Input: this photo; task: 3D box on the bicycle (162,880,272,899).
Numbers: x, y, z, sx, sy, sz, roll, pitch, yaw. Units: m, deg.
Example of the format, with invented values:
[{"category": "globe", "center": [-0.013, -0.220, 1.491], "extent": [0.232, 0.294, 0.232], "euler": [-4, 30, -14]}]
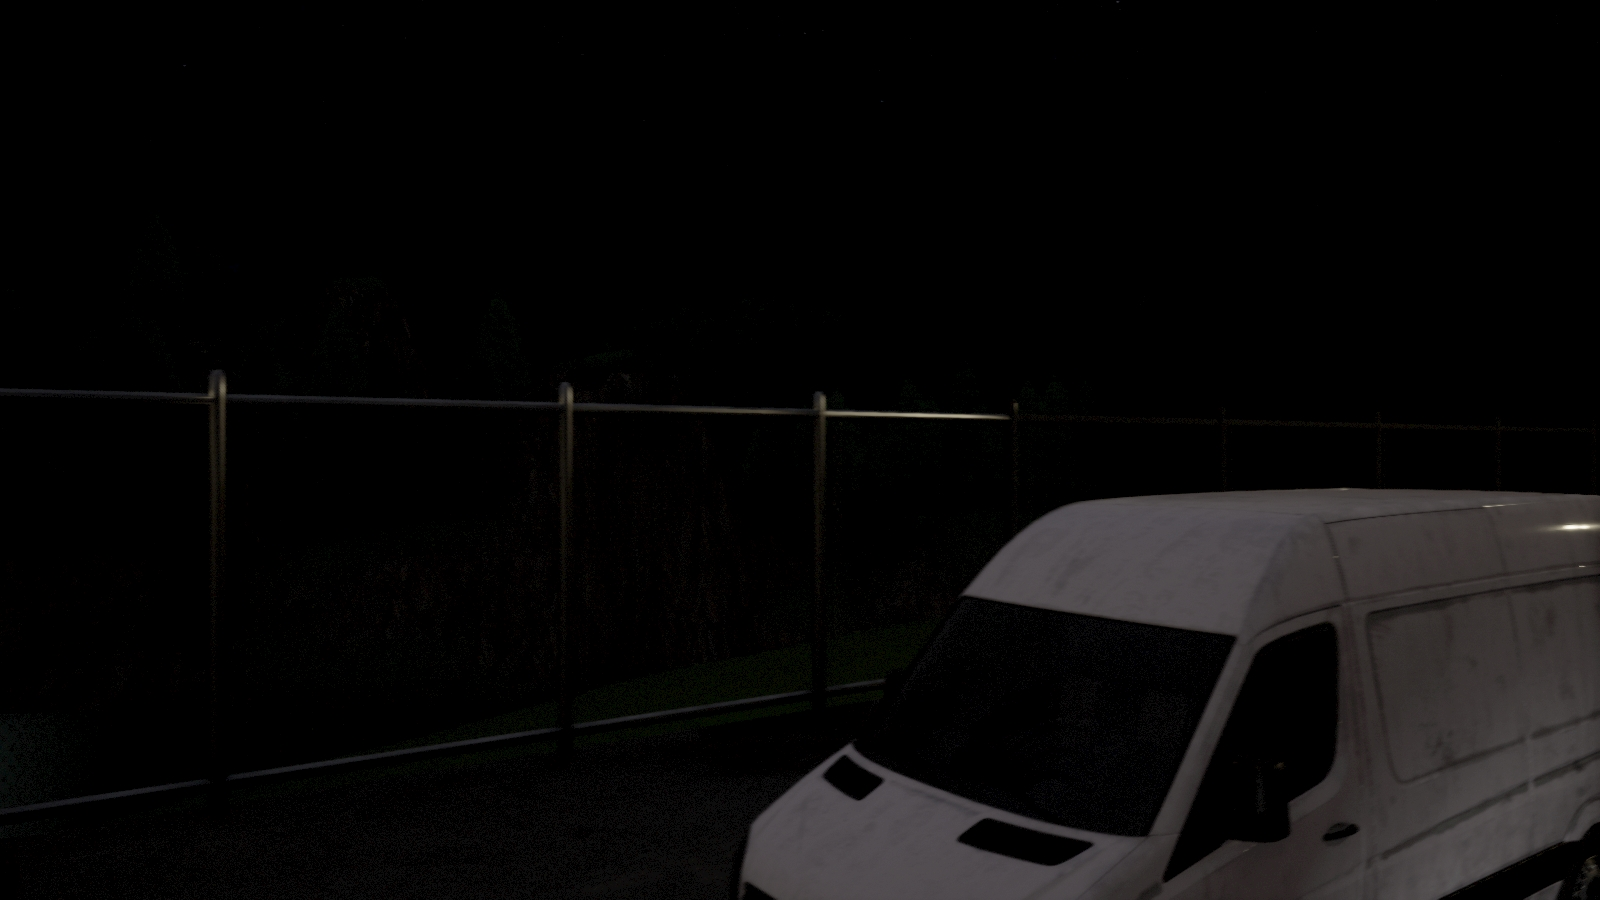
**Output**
[{"category": "bicycle", "center": [-2.201, 2.056, 2.844], "extent": [1.643, 1.496, 0.373], "euler": [0, 0, -35]}]

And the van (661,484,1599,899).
[{"category": "van", "center": [2.366, 1.534, 6.053], "extent": [5.915, 2.561, 1.988], "euler": [0, 0, -35]}]
